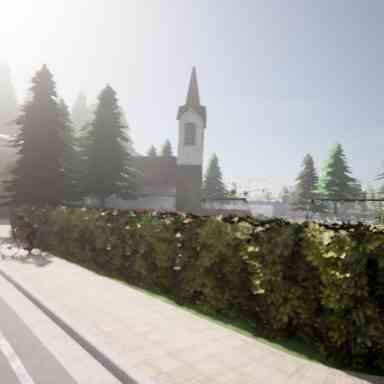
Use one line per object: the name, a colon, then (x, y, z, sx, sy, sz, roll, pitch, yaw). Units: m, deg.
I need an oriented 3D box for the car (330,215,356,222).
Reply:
car: (33.624, 6.010, 75.122, 2.007, 1.523, 4.514, 4, -3, -40)

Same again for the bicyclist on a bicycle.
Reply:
bicyclist on a bicycle: (-6.491, 1.683, 12.879, 1.656, 1.620, 0.582, 4, -3, -40)

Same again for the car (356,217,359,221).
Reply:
car: (35.982, 6.179, 77.185, 2.152, 1.636, 5.027, 4, -3, -40)
